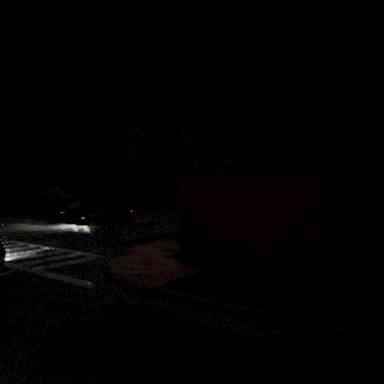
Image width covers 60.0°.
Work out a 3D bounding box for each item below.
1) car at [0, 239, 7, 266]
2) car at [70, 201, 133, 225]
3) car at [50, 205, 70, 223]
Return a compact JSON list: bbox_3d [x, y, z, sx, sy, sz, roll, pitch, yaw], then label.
[{"bbox_3d":[-6.558,1.588,8.743,1.994,1.385,4.181,-1,0,-12],"label":"car"},{"bbox_3d":[-6.323,1.608,24.439,1.994,1.385,4.181,0,0,35],"label":"car"},{"bbox_3d":[-8.918,1.530,26.832,1.882,1.535,5.008,0,0,35],"label":"car"}]
